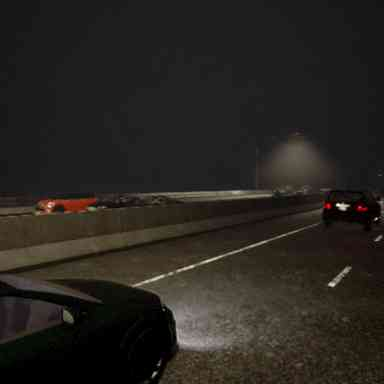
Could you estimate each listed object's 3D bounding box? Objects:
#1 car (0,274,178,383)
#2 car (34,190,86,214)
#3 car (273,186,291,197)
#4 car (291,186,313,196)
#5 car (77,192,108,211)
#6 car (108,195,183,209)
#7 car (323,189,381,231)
[{"bbox_3d":[-1.996,1.481,3.141,1.994,1.385,4.181,1,2,36],"label":"car"},{"bbox_3d":[-8.850,0.781,23.895,2.097,1.767,4.553,1,2,36],"label":"car"},{"bbox_3d":[16.131,-0.045,58.389,2.150,2.045,5.566,1,2,36],"label":"car"},{"bbox_3d":[19.006,-0.197,56.386,2.097,1.767,4.553,1,2,36],"label":"car"},{"bbox_3d":[-5.051,0.950,23.184,2.128,1.511,4.902,1,2,36],"label":"car"},{"bbox_3d":[-2.462,1.013,20.793,2.128,1.511,4.902,1,2,36],"label":"car"},{"bbox_3d":[8.798,0.843,18.112,2.150,2.045,5.566,1,2,36],"label":"car"}]
